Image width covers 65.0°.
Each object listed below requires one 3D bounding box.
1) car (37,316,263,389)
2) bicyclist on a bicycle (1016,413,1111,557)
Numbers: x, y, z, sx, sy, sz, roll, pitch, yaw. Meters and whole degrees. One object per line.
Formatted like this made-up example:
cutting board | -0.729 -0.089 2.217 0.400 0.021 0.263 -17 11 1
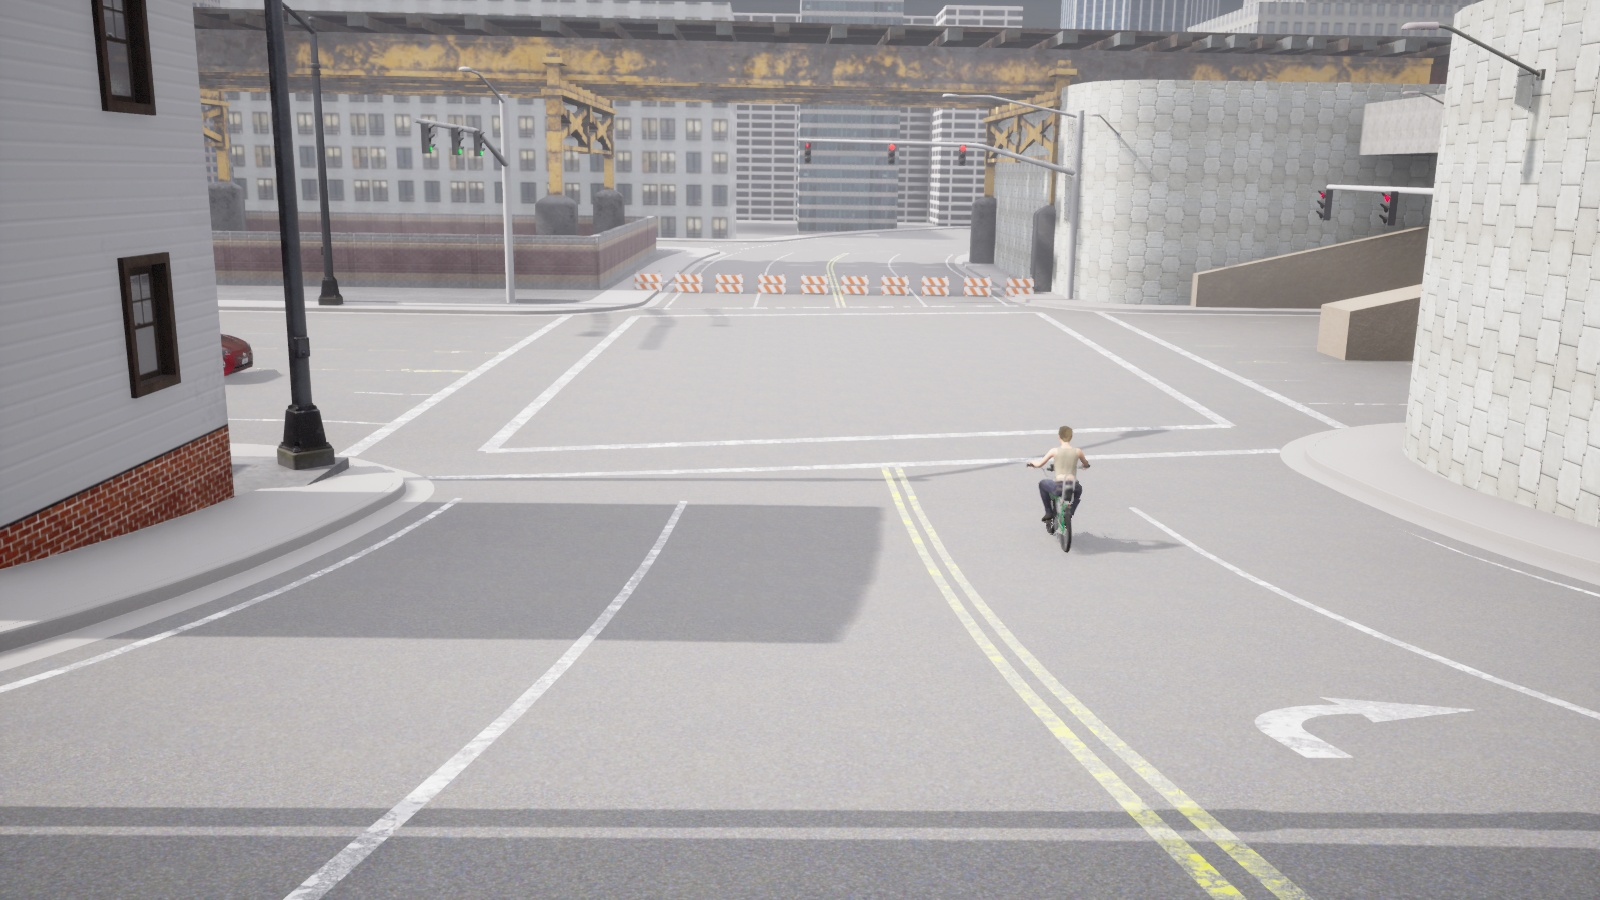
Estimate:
car | -16.277 -2.487 31.649 4.514 1.525 2.007 0 12 0
bicyclist on a bicycle | 3.456 0.430 16.616 0.866 1.612 1.509 1 11 0
